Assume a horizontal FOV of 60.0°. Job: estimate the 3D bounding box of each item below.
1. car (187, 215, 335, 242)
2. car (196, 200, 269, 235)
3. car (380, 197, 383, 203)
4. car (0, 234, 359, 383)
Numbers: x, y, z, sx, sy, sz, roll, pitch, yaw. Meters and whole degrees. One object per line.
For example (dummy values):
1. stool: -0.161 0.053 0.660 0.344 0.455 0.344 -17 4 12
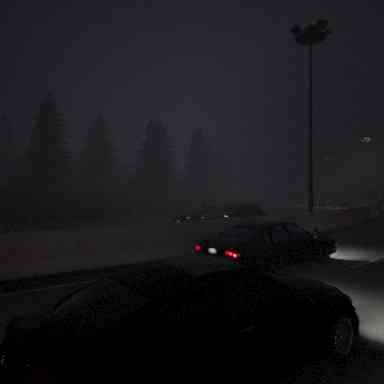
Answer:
1. car: 2.438 1.597 10.337 5.357 1.411 2.033 0 0 -40
2. car: 2.580 1.446 20.280 2.097 1.767 4.553 0 0 45
3. car: 45.144 1.632 76.433 2.097 1.767 4.553 0 0 6
4. car: 0.224 1.545 4.158 4.674 1.442 1.812 0 0 -37
